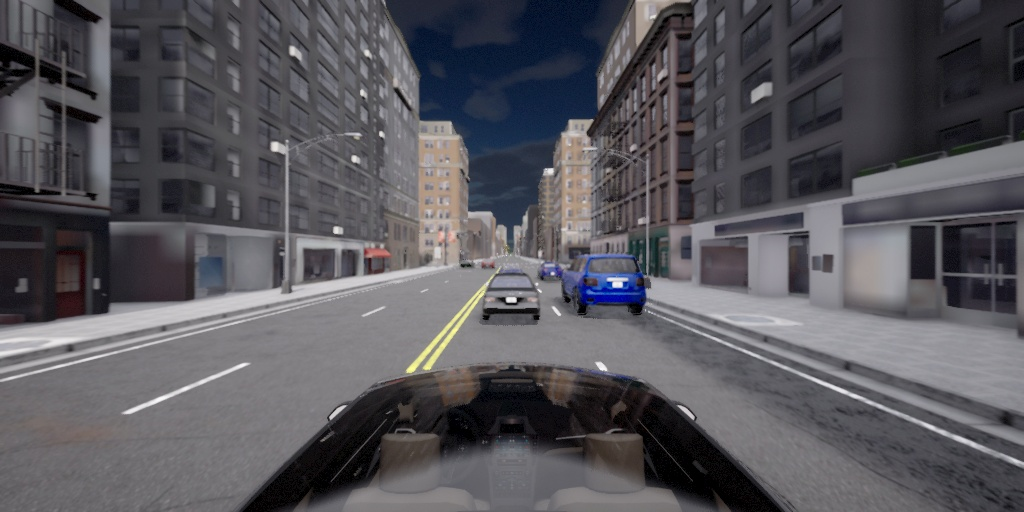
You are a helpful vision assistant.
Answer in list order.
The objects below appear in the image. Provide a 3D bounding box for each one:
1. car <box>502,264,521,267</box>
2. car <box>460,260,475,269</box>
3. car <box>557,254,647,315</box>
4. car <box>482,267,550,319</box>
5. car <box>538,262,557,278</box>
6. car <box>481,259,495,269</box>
[{"bbox_3d":[-0.043,1.291,29.146,1.895,1.301,4.718,0,0,0],"label":"car"},{"bbox_3d":[-6.697,1.235,54.156,1.895,1.301,4.718,0,0,0],"label":"car"},{"bbox_3d":[3.250,0.948,13.640,2.150,2.045,5.566,0,0,0],"label":"car"},{"bbox_3d":[-0.009,1.274,12.599,2.033,1.411,5.357,0,0,0],"label":"car"},{"bbox_3d":[3.215,1.213,30.474,1.812,1.442,4.674,0,0,0],"label":"car"},{"bbox_3d":[-3.458,1.116,52.363,1.882,1.535,5.008,0,0,0],"label":"car"}]
